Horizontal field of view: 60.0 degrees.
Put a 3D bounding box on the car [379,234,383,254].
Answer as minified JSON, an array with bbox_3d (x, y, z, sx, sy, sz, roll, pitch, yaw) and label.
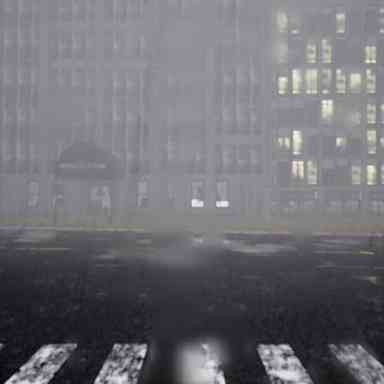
[{"bbox_3d":[9.222,1.852,12.112,4.181,1.385,1.994,1,-1,1],"label":"car"}]
